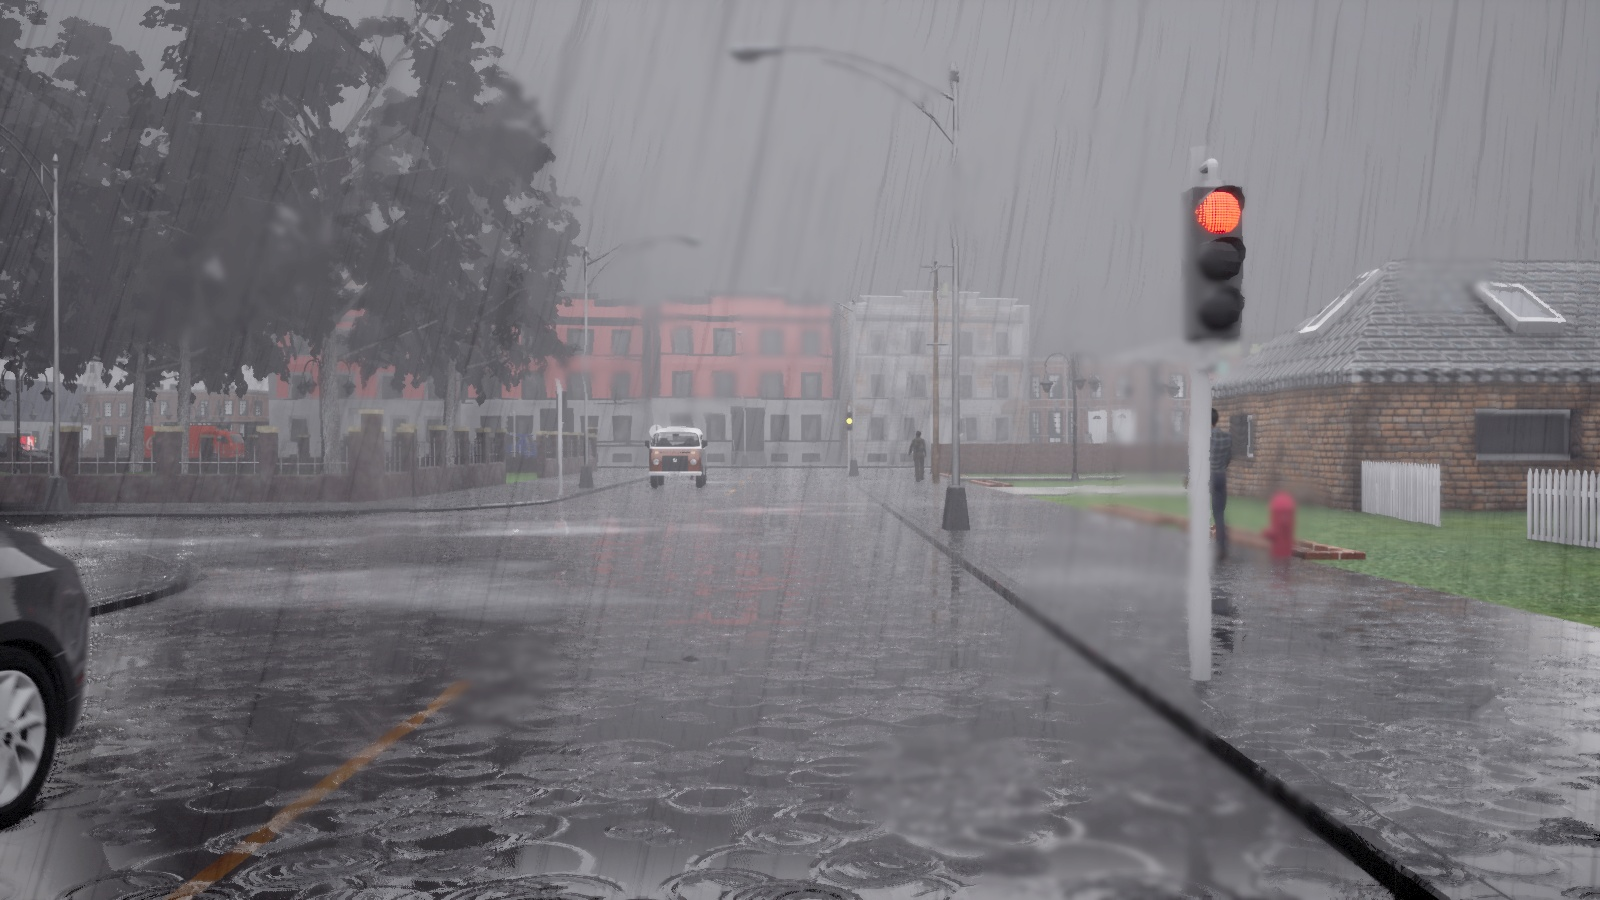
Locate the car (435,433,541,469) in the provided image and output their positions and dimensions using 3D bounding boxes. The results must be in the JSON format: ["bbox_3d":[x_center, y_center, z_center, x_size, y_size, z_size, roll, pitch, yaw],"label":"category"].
[{"bbox_3d":[-18.051,0.040,72.839,5.566,2.045,2.150,0,0,-1],"label":"car"}]

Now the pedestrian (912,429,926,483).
[{"bbox_3d":[4.250,0.206,44.732,0.395,1.930,0.692,0,0,13],"label":"pedestrian"}]

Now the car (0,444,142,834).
[{"bbox_3d":[-3.976,0.729,3.379,1.837,1.490,4.892,0,0,0],"label":"car"}]

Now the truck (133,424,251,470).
[{"bbox_3d":[-33.244,-0.155,68.773,5.204,2.467,2.627,0,0,0],"label":"truck"}]

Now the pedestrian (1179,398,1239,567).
[{"bbox_3d":[4.842,0.376,14.905,0.423,1.949,0.788,0,0,-2],"label":"pedestrian"}]

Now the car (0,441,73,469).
[{"bbox_3d":[-42.887,0.280,68.747,4.902,1.511,2.128,0,0,0],"label":"car"}]

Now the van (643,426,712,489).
[{"bbox_3d":[-4.137,0.224,42.958,2.069,2.038,4.480,0,0,-2],"label":"van"}]
